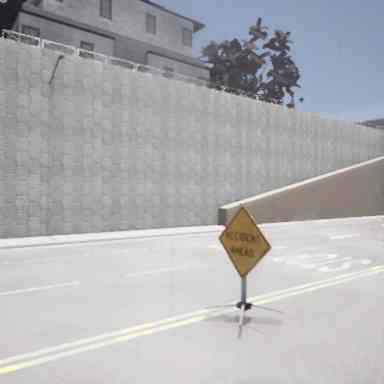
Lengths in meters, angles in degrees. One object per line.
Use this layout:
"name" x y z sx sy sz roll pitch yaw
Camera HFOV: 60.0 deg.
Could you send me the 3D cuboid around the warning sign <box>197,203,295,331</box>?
"warning sign" 0.912 1.152 5.812 1.060 1.860 1.300 1 0 -36
